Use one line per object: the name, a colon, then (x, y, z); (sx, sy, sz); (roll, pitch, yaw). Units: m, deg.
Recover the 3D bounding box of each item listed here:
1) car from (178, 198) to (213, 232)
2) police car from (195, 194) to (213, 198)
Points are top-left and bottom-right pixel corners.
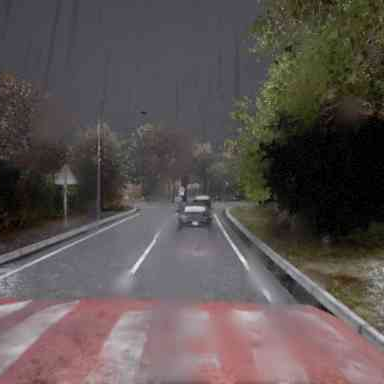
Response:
car: (0.189, 1.322, 18.608); (1.812, 1.442, 4.674); (0, 1, 1)
police car: (1.242, 1.069, 35.990); (1.930, 1.638, 5.238); (0, 0, 7)
